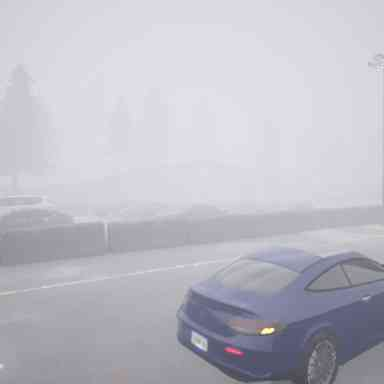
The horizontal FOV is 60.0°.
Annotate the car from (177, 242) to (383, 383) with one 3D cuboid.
[{"bbox_3d":[1.966,1.532,5.131,4.674,1.442,1.812,0,0,-35],"label":"car"}]

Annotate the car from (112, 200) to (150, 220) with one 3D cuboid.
[{"bbox_3d":[-3.529,1.500,27.073,4.902,1.511,2.128,0,0,-35],"label":"car"}]

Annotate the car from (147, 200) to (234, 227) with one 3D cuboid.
[{"bbox_3d":[-0.006,1.489,20.993,5.008,1.535,1.882,0,0,-35],"label":"car"}]

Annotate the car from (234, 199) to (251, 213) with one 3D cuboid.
[{"bbox_3d":[4.896,1.461,33.005,4.902,1.511,2.128,0,0,-35],"label":"car"}]

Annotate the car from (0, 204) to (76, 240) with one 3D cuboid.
[{"bbox_3d":[-7.942,1.503,15.401,4.892,1.490,1.837,0,0,-35],"label":"car"}]

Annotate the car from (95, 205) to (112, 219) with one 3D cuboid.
[{"bbox_3d":[-6.073,1.485,29.563,5.008,1.535,1.882,0,0,-35],"label":"car"}]

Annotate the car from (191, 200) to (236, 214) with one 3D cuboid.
[{"bbox_3d":[2.335,1.573,35.482,4.718,1.301,1.895,0,0,-35],"label":"car"}]

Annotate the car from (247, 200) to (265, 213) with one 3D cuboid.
[{"bbox_3d":[7.683,1.632,30.687,4.718,1.301,1.895,0,0,-35],"label":"car"}]

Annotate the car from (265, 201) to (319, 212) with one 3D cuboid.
[{"bbox_3d":[8.409,1.501,26.917,4.674,1.442,1.812,0,0,-35],"label":"car"}]

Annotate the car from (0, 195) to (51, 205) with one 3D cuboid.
[{"bbox_3d":[-11.798,1.217,21.247,5.566,2.045,2.150,0,0,-35],"label":"car"}]
